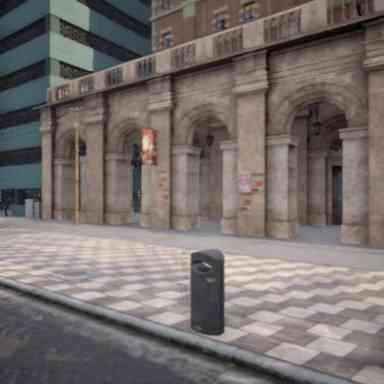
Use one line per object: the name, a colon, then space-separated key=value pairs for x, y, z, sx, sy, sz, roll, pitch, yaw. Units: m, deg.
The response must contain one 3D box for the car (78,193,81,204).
car: x=-11.028 y=1.083 z=33.625 sx=5.566 sy=2.045 sz=2.435 roll=0 pitch=0 yaw=36
